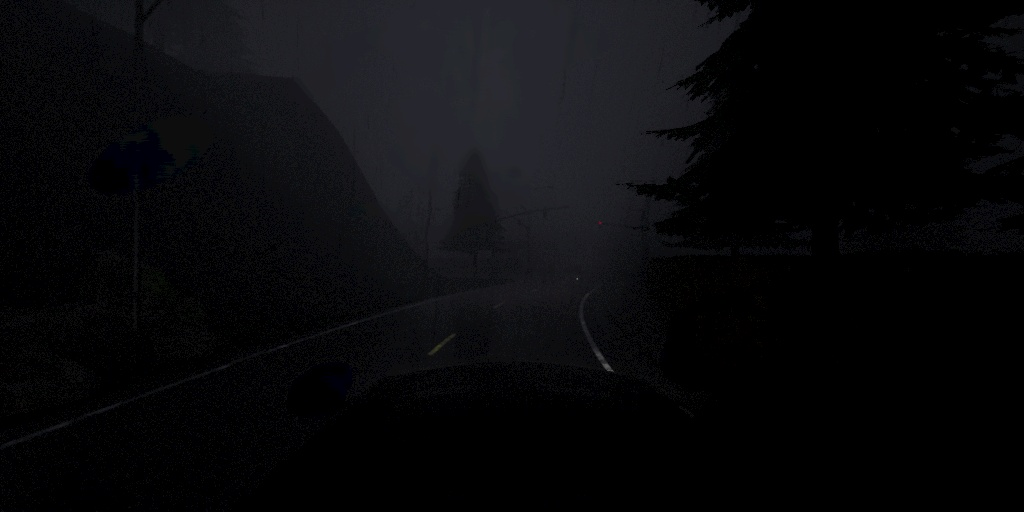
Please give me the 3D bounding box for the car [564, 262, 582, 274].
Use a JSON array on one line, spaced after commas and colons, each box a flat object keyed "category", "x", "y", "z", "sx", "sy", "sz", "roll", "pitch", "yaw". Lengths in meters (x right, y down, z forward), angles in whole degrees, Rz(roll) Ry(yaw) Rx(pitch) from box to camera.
[{"category": "car", "x": 8.565, "y": 1.584, "z": 49.912, "sx": 1.812, "sy": 1.442, "sz": 4.674, "roll": 0, "pitch": -1, "yaw": 18}]
